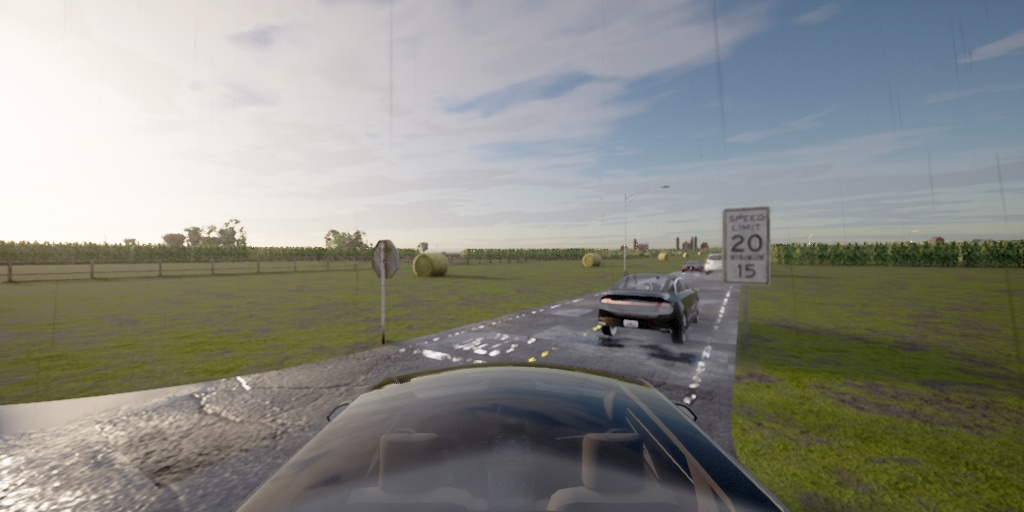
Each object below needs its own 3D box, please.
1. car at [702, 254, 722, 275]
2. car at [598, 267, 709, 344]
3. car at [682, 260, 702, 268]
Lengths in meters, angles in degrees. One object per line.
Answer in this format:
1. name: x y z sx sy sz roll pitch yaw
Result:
1. car: 20.774 0.837 35.885 2.150 2.045 5.566 0 0 34
2. car: 3.835 1.216 9.648 2.128 1.511 4.902 0 0 33
3. car: 20.564 1.162 40.739 1.994 1.385 4.181 0 0 33
